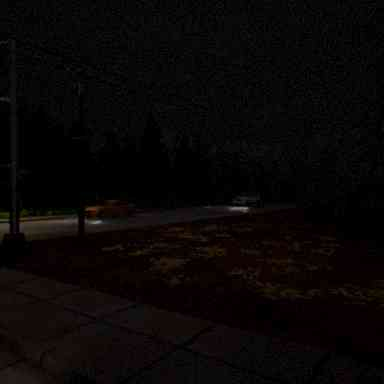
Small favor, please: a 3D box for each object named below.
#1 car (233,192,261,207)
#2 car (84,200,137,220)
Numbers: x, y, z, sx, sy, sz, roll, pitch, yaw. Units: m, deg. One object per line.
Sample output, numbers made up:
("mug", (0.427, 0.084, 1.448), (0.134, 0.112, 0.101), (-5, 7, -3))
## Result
("car", (8.205, 1.080, 49.080), (2.150, 2.045, 5.566), (0, 0, 37))
("car", (-6.978, 1.463, 28.725), (1.882, 1.535, 5.008), (0, 0, 37))
